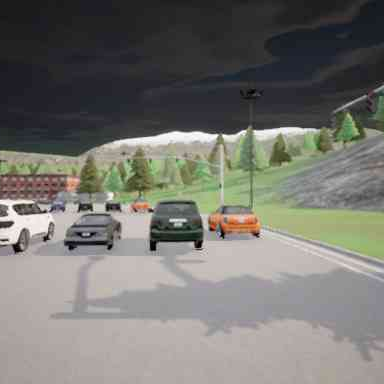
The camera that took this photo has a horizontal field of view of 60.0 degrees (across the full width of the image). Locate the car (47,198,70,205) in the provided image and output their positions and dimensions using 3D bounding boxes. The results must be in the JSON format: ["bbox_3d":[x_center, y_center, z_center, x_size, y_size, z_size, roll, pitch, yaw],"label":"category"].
[{"bbox_3d":[-30.789,2.223,76.570,4.902,1.511,2.128,0,-1,27],"label":"car"}]

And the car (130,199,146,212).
[{"bbox_3d":[-7.110,1.731,45.031,2.097,1.767,4.553,0,0,-18],"label":"car"}]

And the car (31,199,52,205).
[{"bbox_3d":[-33.481,2.239,74.060,4.181,1.385,1.994,0,-1,27],"label":"car"}]

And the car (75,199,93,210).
[{"bbox_3d":[-14.646,1.883,45.630,1.882,1.535,5.008,0,-1,-19],"label":"car"}]

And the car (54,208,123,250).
[{"bbox_3d":[-4.306,1.681,15.136,2.033,1.411,5.357,0,0,-6],"label":"car"}]

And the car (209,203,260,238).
[{"bbox_3d":[2.222,1.497,18.870,2.097,1.767,4.553,0,0,-7],"label":"car"}]

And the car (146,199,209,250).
[{"bbox_3d":[-0.814,1.344,15.126,2.150,2.045,5.566,0,-1,-6],"label":"car"}]

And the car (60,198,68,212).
[{"bbox_3d":[-18.413,1.943,45.712,1.812,1.442,4.674,0,-1,-21],"label":"car"}]

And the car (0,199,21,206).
[{"bbox_3d":[-40.265,2.224,73.349,4.674,1.442,1.812,0,0,20],"label":"car"}]

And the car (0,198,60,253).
[{"bbox_3d":[-7.759,1.359,14.393,2.150,2.045,5.566,0,-1,-6],"label":"car"}]

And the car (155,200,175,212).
[{"bbox_3d":[-3.844,1.906,46.371,1.812,1.442,4.674,0,-1,-18],"label":"car"}]

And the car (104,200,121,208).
[{"bbox_3d":[-10.712,1.866,44.873,1.882,1.535,5.008,0,-1,-18],"label":"car"}]
